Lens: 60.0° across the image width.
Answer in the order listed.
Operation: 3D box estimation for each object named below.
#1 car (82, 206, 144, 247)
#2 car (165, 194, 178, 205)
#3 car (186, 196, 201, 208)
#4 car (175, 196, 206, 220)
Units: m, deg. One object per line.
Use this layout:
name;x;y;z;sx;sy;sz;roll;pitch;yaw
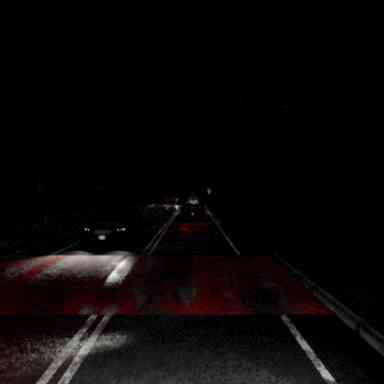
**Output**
car;-3.317;1.401;14.714;2.128;1.511;4.902;0;0;0
car;-3.148;1.174;53.969;2.097;1.767;4.553;0;0;1
car;0.192;1.314;43.932;1.812;1.442;4.674;0;0;1
car;0.076;1.331;26.207;2.128;1.511;4.902;0;0;1
